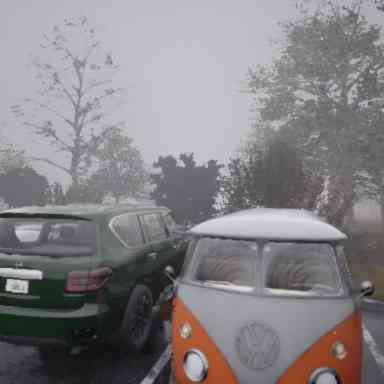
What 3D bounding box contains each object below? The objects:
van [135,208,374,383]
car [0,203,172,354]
[{"bbox_3d":[1.061,1.259,4.614,1.878,1.987,4.442,1,-1,16],"label":"van"},{"bbox_3d":[-1.327,1.235,6.486,2.435,2.045,5.566,0,-1,15],"label":"car"}]
